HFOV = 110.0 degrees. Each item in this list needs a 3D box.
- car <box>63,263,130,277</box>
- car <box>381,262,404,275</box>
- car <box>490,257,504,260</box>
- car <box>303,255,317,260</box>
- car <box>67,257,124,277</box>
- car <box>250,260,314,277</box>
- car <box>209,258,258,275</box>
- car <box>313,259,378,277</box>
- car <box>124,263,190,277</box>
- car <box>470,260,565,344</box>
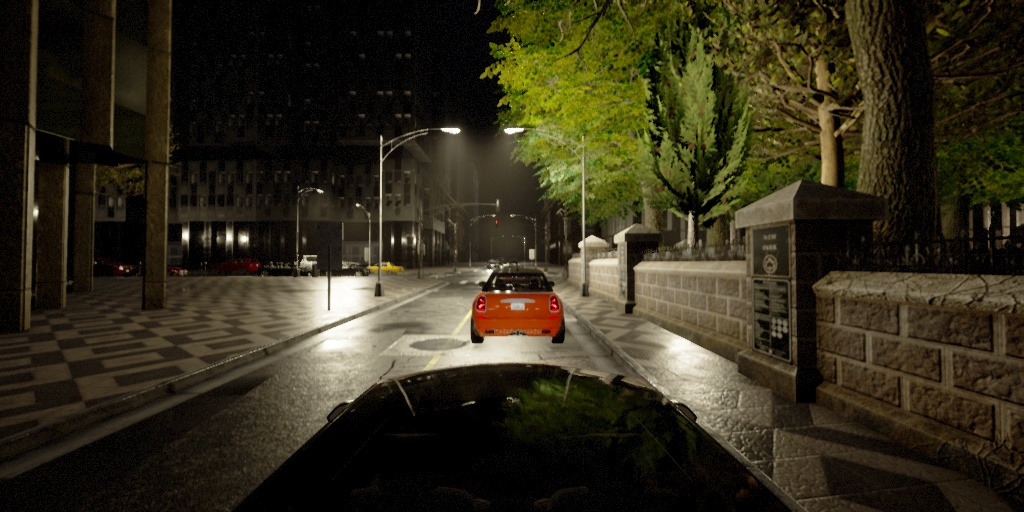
[{"bbox_3d":[-39.864,1.329,34.488,4.181,1.385,1.994,0,-1,1],"label":"car"},{"bbox_3d":[-14.602,1.374,40.060,4.829,1.417,1.751,0,0,1],"label":"car"},{"bbox_3d":[-2.844,1.265,55.343,2.128,1.511,4.902,0,0,1],"label":"car"},{"bbox_3d":[-17.235,0.955,34.244,5.566,2.045,2.150,0,-1,1],"label":"car"},{"bbox_3d":[-36.559,1.021,31.756,5.009,1.841,2.192,0,0,1],"label":"car"},{"bbox_3d":[-20.021,1.249,31.591,4.313,1.339,1.948,0,0,1],"label":"car"},{"bbox_3d":[-30.969,1.185,40.224,5.009,1.841,2.192,0,0,1],"label":"car"},{"bbox_3d":[-14.508,1.227,31.535,4.403,1.370,2.007,0,0,1],"label":"car"},{"bbox_3d":[-31.047,1.280,31.701,4.207,1.307,1.802,0,0,1],"label":"car"},{"bbox_3d":[0.129,1.096,9.758,2.097,1.767,4.553,0,0,0],"label":"car"}]
